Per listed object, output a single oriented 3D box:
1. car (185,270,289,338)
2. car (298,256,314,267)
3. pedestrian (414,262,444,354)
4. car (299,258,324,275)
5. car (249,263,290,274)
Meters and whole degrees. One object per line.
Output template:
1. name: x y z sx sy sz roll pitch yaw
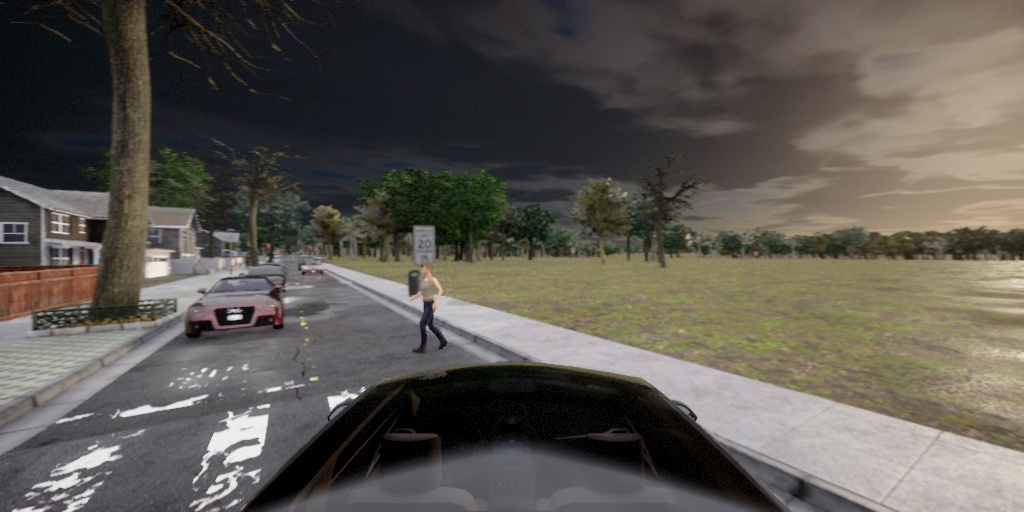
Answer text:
1. car: -7.750 1.300 10.372 1.994 1.385 4.181 -1 1 -32
2. car: -25.606 0.894 45.047 2.097 1.767 4.553 -1 1 -31
3. pedestrian: -1.681 1.010 7.244 0.375 1.860 0.375 0 -1 -31
4. car: -20.279 1.187 36.424 1.895 1.301 4.718 -1 1 -31
5. car: -13.051 1.201 19.053 1.837 1.490 4.892 -1 1 -31
